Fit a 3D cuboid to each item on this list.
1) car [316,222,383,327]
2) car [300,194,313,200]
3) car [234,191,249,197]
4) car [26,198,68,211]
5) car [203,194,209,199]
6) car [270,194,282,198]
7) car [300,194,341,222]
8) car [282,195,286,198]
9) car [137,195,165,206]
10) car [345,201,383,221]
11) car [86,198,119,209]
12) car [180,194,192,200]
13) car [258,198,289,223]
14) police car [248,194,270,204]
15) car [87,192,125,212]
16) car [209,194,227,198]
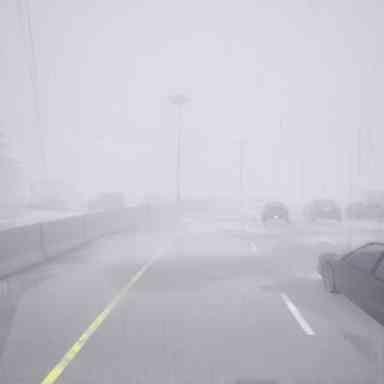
[{"bbox_3d":[3.800,1.537,5.599,2.033,1.411,5.357,0,0,3],"label":"car"},{"bbox_3d":[29.426,1.181,85.591,1.994,1.385,4.181,0,0,38],"label":"car"},{"bbox_3d":[11.720,0.688,78.124,2.150,2.045,5.566,0,0,30],"label":"car"},{"bbox_3d":[-16.305,1.358,37.816,2.033,1.411,5.357,0,0,14],"label":"car"},{"bbox_3d":[4.588,1.111,79.850,2.033,1.411,5.357,0,0,30],"label":"car"},{"bbox_3d":[16.000,1.321,66.609,1.812,1.442,4.674,0,0,28],"label":"car"},{"bbox_3d":[9.828,1.284,25.403,2.097,1.767,4.553,0,0,11],"label":"car"},{"bbox_3d":[18.963,1.239,71.848,1.801,1.575,5.366,0,0,31],"label":"car"},{"bbox_3d":[-4.876,1.186,39.822,2.097,1.767,4.553,0,0,16],"label":"car"},{"bbox_3d":[13.595,1.431,26.383,2.128,1.511,4.902,0,0,12],"label":"car"},{"bbox_3d":[-11.401,1.407,42.594,1.895,1.301,4.718,0,0,16],"label":"car"},{"bbox_3d":[-1.734,1.235,75.733,1.994,1.385,4.181,0,0,26],"label":"car"},{"bbox_3d":[6.169,1.428,24.987,1.837,1.490,4.892,0,0,10],"label":"car"},{"bbox_3d":[11.736,1.240,58.005,1.930,1.638,5.238,0,0,24],"label":"police car"},{"bbox_3d":[-9.345,1.054,36.768,2.150,2.045,5.566,0,0,14],"label":"car"},{"bbox_3d":[6.483,1.235,76.119,2.033,1.411,5.357,0,0,28],"label":"car"}]
